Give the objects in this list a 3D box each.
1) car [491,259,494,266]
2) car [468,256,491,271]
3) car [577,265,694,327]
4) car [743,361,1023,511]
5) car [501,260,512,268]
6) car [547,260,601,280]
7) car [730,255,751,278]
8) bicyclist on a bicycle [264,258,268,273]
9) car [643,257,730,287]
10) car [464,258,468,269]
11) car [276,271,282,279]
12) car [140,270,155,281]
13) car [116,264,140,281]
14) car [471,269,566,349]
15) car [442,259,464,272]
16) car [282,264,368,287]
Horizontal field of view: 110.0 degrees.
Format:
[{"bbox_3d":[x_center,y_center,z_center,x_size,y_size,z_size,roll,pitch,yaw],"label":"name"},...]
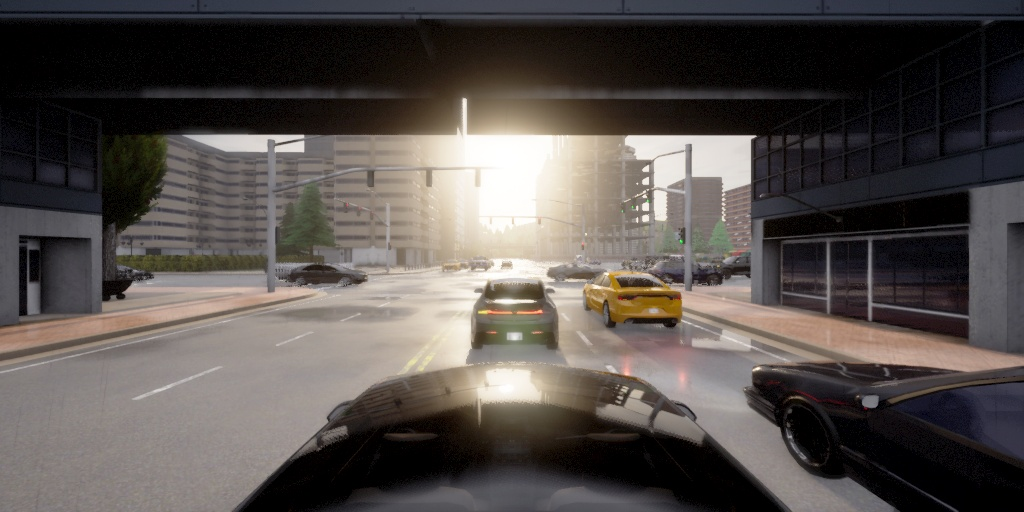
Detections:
[{"bbox_3d":[-4.553,1.241,60.280,2.128,1.511,4.902,0,0,0],"label":"car"},{"bbox_3d":[-4.508,0.971,50.539,2.150,2.045,5.566,0,0,0],"label":"car"},{"bbox_3d":[3.578,1.228,11.495,1.882,1.535,5.008,0,0,0],"label":"car"},{"bbox_3d":[3.600,1.297,1.668,2.033,1.411,5.357,0,0,0],"label":"car"},{"bbox_3d":[-0.878,1.351,60.703,1.895,1.301,4.718,0,0,0],"label":"car"},{"bbox_3d":[5.087,1.241,27.710,4.902,1.511,2.128,0,0,-1],"label":"car"},{"bbox_3d":[19.903,0.971,31.357,5.566,2.045,2.150,0,0,1],"label":"car"},{"bbox_3d":[-25.997,1.051,38.388,0.582,1.620,1.656,0,0,0],"label":"bicyclist on a bicycle"},{"bbox_3d":[11.651,1.102,24.217,4.553,1.767,2.097,0,0,0],"label":"car"},{"bbox_3d":[-8.044,1.228,57.229,1.882,1.535,5.008,0,0,0],"label":"car"},{"bbox_3d":[-15.131,1.351,27.479,4.718,1.301,1.895,0,0,-1],"label":"car"},{"bbox_3d":[-30.730,1.297,27.388,5.357,1.411,2.033,0,0,0],"label":"car"},{"bbox_3d":[-28.105,1.314,23.899,4.181,1.385,1.994,0,0,0],"label":"car"},{"bbox_3d":[0.066,1.255,9.124,1.837,1.490,4.892,0,0,0],"label":"car"},{"bbox_3d":[-7.992,1.228,47.657,1.882,1.535,5.008,0,0,0],"label":"car"},{"bbox_3d":[-12.228,1.256,24.010,4.892,1.490,1.837,0,0,-1],"label":"car"}]
